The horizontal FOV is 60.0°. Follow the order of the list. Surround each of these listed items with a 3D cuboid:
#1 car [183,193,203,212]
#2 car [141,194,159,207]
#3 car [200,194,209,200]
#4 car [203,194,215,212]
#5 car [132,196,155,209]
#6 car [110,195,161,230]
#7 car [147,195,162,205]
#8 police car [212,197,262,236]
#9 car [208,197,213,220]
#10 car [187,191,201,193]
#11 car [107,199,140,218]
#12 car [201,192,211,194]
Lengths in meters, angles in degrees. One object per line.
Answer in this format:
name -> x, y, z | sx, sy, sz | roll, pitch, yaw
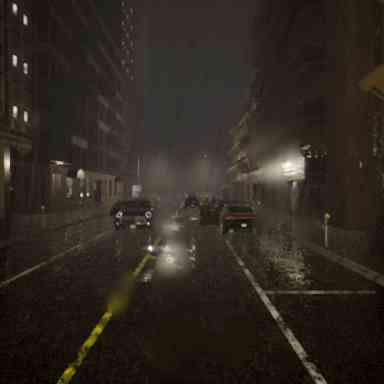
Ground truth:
car -> 0.048, 1.212, 39.637 | 1.837, 1.490, 4.892 | 0, 0, 1
car -> -5.688, 1.110, 45.145 | 1.967, 1.590, 4.097 | 0, 0, 0
car -> 2.693, 1.058, 73.387 | 1.802, 1.307, 4.206 | 0, 0, 0
car -> 2.692, 1.259, 39.497 | 2.008, 1.369, 4.403 | 0, 0, 0
car -> -5.688, 1.260, 39.496 | 2.008, 1.369, 4.403 | 0, 0, 0
car -> -3.100, 1.204, 19.641 | 2.097, 1.767, 4.553 | 0, 0, 0
car -> -5.688, 1.157, 50.623 | 1.752, 1.417, 4.829 | 0, 0, 0
police car -> 2.367, 1.291, 17.723 | 1.930, 1.638, 5.238 | 0, 0, 0
car -> 2.692, 1.355, 28.200 | 1.947, 1.339, 4.313 | 0, 0, 0
car -> 0.002, 0.830, 53.972 | 2.150, 2.045, 5.566 | 0, 0, 0
car -> -5.689, 1.355, 28.200 | 1.947, 1.339, 4.313 | 0, 0, 0
car -> 2.692, 1.071, 50.792 | 1.967, 1.590, 4.097 | 0, 0, 0
